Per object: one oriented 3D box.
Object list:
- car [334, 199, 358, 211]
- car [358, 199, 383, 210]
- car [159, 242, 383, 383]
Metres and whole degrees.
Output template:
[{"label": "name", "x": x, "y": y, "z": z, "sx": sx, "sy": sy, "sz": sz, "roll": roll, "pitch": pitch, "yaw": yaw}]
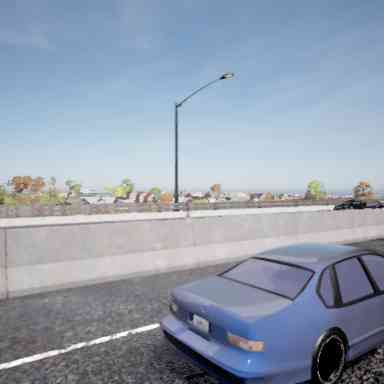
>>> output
[{"label": "car", "x": 18.129, "y": 1.543, "z": 37.808, "sx": 4.892, "sy": 1.490, "sz": 1.837, "roll": 1, "pitch": 0, "yaw": -34}, {"label": "car", "x": 19.761, "y": 1.624, "z": 34.688, "sx": 4.718, "sy": 1.301, "sz": 1.895, "roll": 0, "pitch": 0, "yaw": -34}, {"label": "car", "x": 2.150, "y": 1.547, "z": 5.264, "sx": 5.357, "sy": 1.411, "sz": 2.033, "roll": 0, "pitch": 0, "yaw": -35}]
